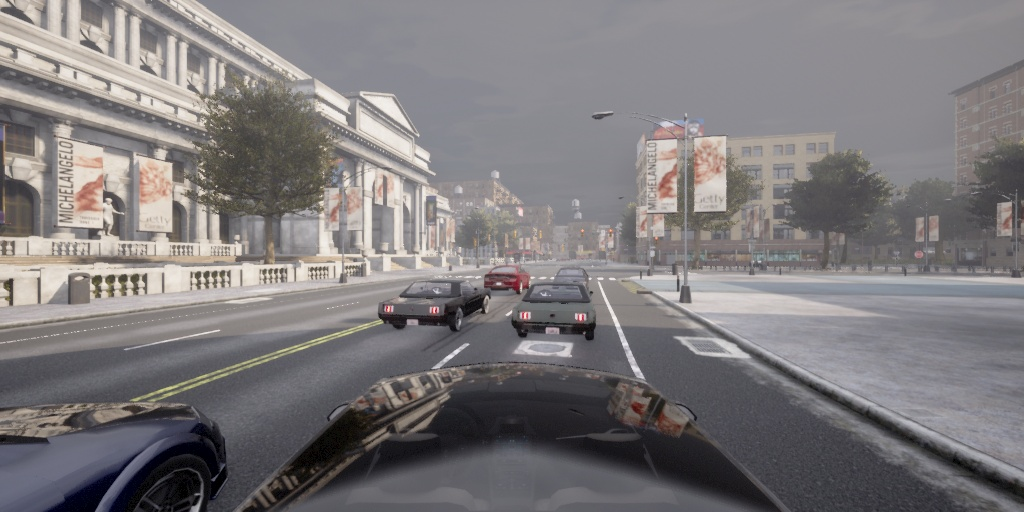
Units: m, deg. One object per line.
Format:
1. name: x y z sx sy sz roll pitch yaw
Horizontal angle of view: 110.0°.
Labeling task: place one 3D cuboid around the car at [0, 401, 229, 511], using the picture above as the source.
1. car: -3.158 1.314 1.037 1.994 1.385 4.181 0 0 -2

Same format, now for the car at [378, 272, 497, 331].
1. car: -2.029 1.351 11.027 1.895 1.301 4.718 0 0 11

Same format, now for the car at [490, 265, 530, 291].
1. car: -0.152 1.228 20.180 1.882 1.535 5.008 0 0 12

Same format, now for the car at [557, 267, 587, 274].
1. car: 3.242 1.297 19.372 2.033 1.411 5.357 0 0 12

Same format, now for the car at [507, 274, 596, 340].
1. car: 1.316 1.351 10.020 1.895 1.301 4.718 0 0 11
